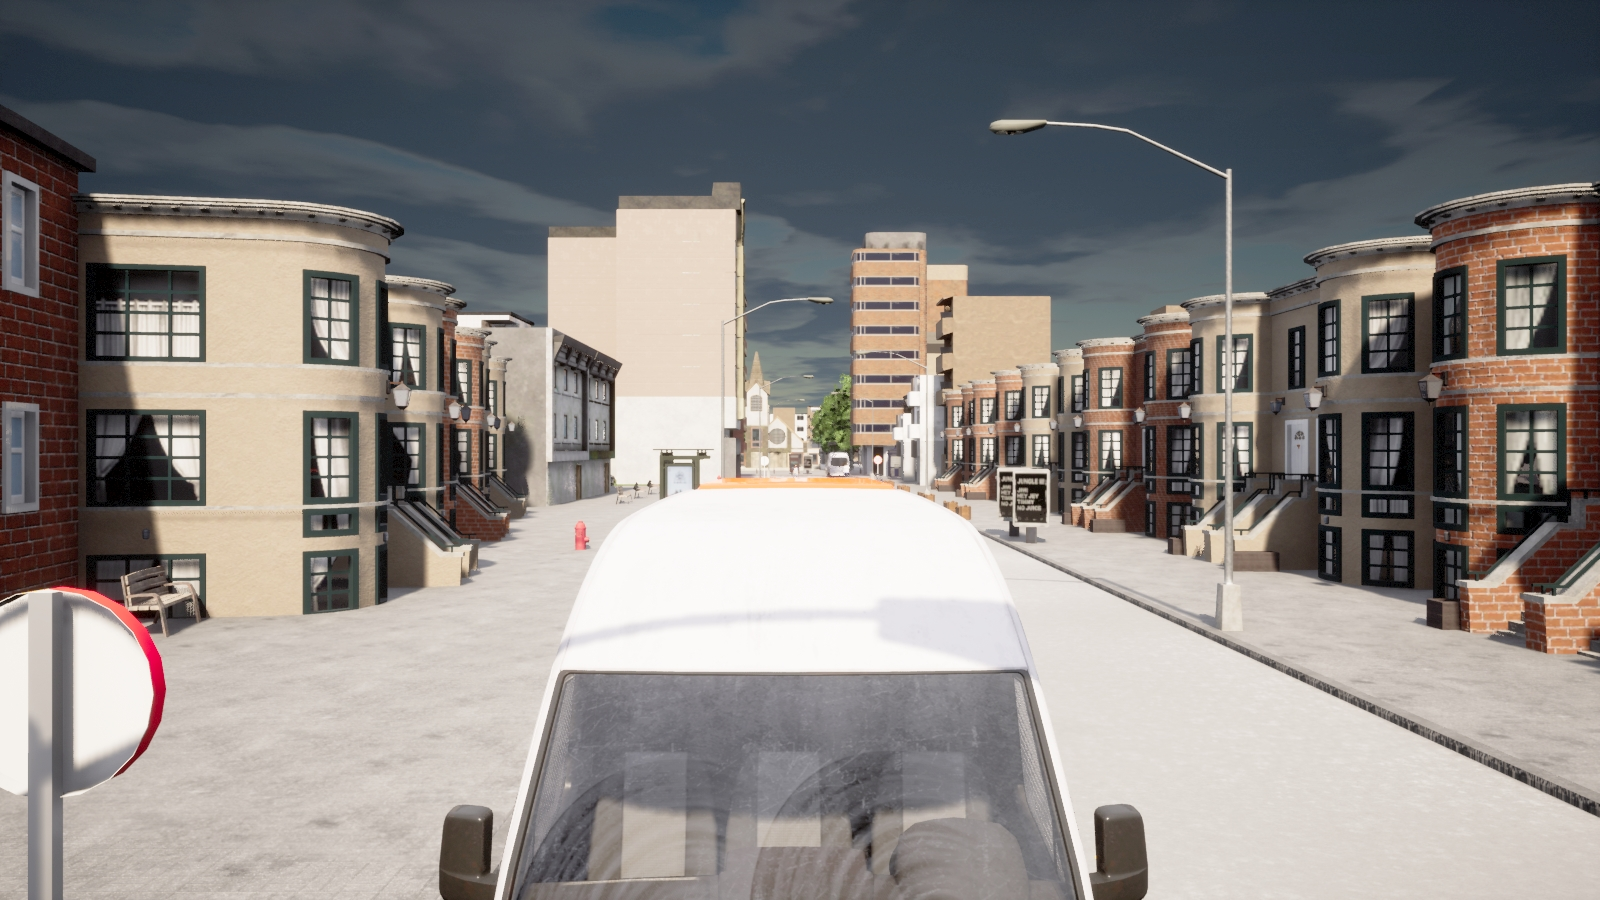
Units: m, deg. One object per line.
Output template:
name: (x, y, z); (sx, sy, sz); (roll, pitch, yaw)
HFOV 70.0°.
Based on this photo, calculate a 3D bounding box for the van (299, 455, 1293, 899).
van: (-0.019, 1.314, 5.243); (1.988, 2.561, 5.915); (0, 0, 0)
